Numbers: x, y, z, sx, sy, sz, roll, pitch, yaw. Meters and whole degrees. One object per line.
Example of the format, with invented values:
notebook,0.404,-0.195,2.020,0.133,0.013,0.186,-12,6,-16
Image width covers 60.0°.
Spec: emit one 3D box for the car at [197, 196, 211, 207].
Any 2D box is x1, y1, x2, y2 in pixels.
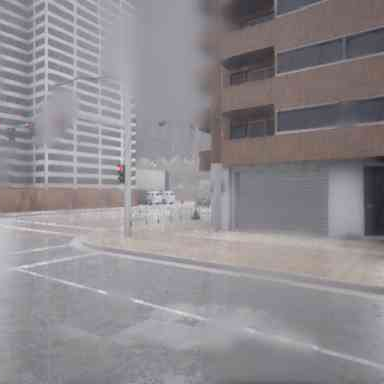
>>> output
car,2.360,1.413,51.506,2.097,1.767,4.553,0,0,35
